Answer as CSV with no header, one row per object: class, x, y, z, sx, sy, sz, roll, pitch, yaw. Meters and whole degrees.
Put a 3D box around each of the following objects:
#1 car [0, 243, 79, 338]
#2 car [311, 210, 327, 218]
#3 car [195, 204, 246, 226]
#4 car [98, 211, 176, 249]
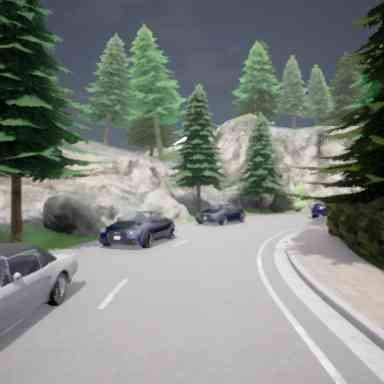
car,-3.536,1.589,5.284,1.895,1.301,4.718,0,0,2
car,12.057,1.288,27.569,4.553,1.767,2.097,0,0,-31
car,2.065,1.510,23.196,1.994,1.385,4.181,0,0,38
car,-2.208,1.531,14.466,1.994,1.385,4.181,0,0,19
